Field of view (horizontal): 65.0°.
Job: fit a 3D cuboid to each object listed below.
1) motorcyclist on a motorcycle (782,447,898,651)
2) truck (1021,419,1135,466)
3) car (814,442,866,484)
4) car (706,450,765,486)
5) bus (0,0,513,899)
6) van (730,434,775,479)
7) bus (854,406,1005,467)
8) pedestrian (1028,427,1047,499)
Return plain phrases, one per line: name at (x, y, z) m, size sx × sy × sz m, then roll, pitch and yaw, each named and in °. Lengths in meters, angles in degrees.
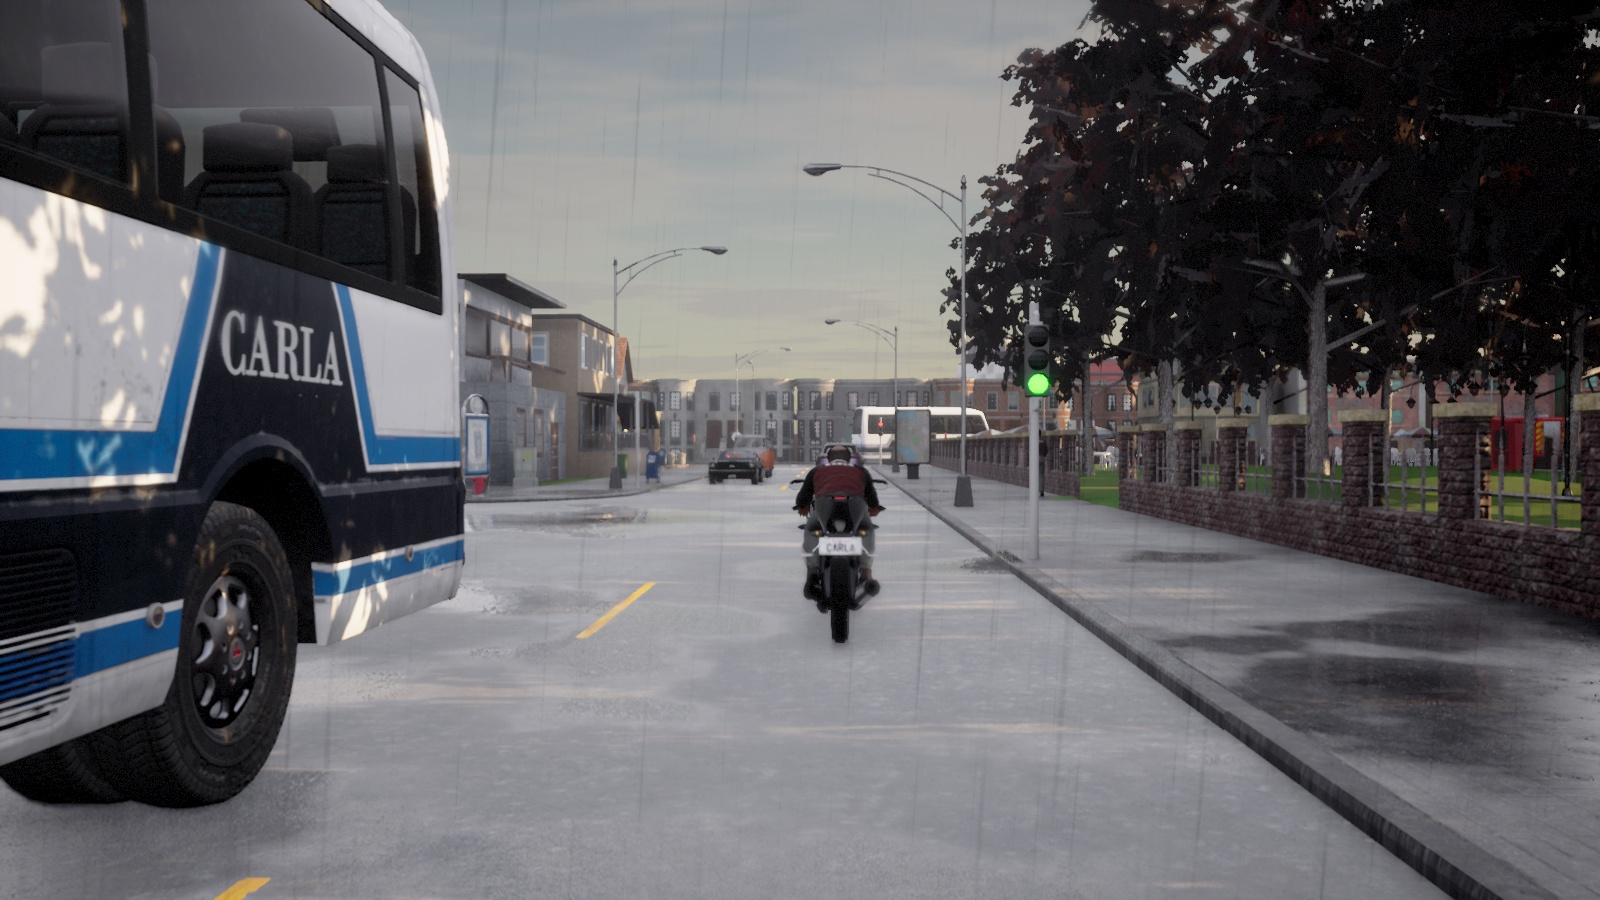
motorcyclist on a motorcycle at (0.325, 0.744, 10.535) m, size 0.866 × 1.530 × 2.191 m, roll 0°, pitch 0°, yaw 1°
truck at (20.793, -0.562, 94.219) m, size 7.936 × 3.462 × 2.891 m, roll 0°, pitch 0°, yaw 2°
car at (1.625, 0.490, 51.627) m, size 2.033 × 1.649 × 4.856 m, roll 0°, pitch 0°, yaw 2°
car at (-2.459, 0.666, 49.023) m, size 1.895 × 1.301 × 4.718 m, roll 0°, pitch 0°, yaw 2°
bus at (-3.936, -0.643, 2.684) m, size 3.944 × 4.253 × 10.273 m, roll 0°, pitch 0°, yaw 2°
van at (-2.173, 0.286, 58.049) m, size 1.775 × 1.987 × 4.442 m, roll 0°, pitch 0°, yaw 2°
bus at (9.385, -0.955, 91.547) m, size 10.273 × 4.253 × 3.944 m, roll 0°, pitch 0°, yaw -12°
pedestrian at (6.432, 0.338, 34.033) m, size 0.402 × 1.930 × 0.666 m, roll 0°, pitch 0°, yaw 2°
